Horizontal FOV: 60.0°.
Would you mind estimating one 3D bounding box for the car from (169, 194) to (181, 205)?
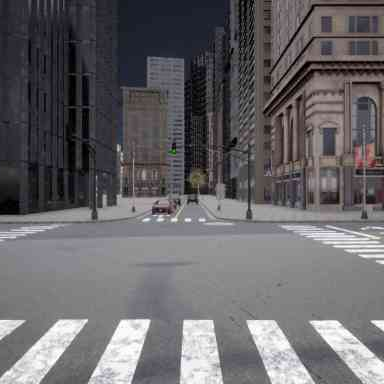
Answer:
[{"bbox_3d":[-3.043,1.330,56.999,2.150,2.045,5.566,0,0,0],"label":"car"}]

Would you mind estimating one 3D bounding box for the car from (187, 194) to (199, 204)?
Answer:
[{"bbox_3d":[0.141,1.355,64.821,2.150,2.045,5.566,0,0,0],"label":"car"}]

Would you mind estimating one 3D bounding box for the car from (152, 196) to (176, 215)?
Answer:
[{"bbox_3d":[-3.031,1.527,34.998,1.882,1.535,5.008,0,0,1],"label":"car"}]

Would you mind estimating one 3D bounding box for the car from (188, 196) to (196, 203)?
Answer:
[{"bbox_3d":[0.045,1.673,75.252,1.837,1.490,4.892,0,0,0],"label":"car"}]

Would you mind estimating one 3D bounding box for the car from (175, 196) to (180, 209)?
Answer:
[{"bbox_3d":[-3.044,1.637,44.887,1.994,1.385,4.181,0,0,0],"label":"car"}]
